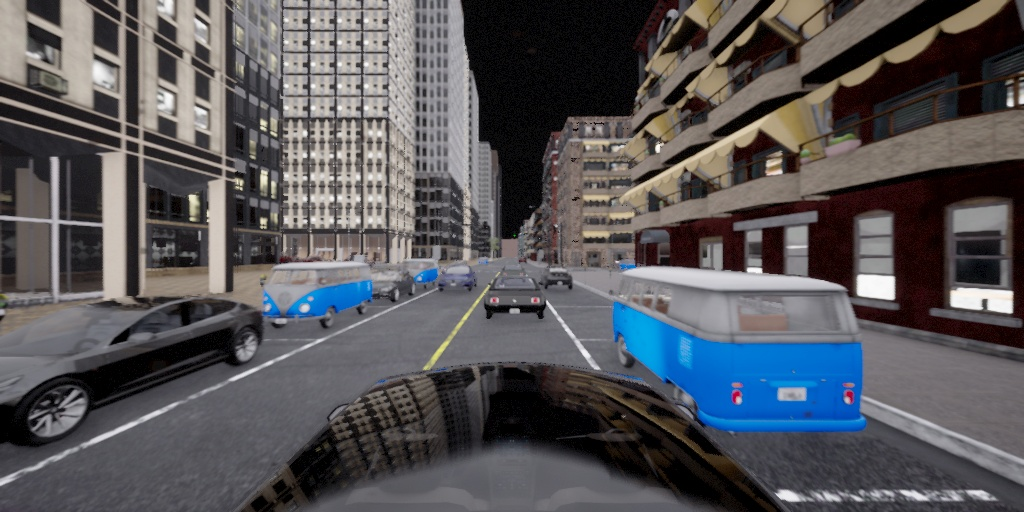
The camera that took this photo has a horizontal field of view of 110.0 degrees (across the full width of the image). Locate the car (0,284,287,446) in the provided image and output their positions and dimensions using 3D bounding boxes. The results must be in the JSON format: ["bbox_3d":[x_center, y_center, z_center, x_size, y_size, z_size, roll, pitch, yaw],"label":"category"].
[{"bbox_3d":[-5.691,1.311,5.288,1.948,1.339,4.313,0,0,0],"label":"car"}]

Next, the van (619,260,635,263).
[{"bbox_3d":[16.896,1.405,49.904,3.998,1.789,1.690,0,0,0],"label":"van"}]

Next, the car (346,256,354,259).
[{"bbox_3d":[-21.163,0.769,49.941,4.097,1.591,1.967,0,0,0],"label":"car"}]

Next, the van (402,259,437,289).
[{"bbox_3d":[-5.697,1.067,22.234,1.690,1.789,3.998,0,0,0],"label":"van"}]

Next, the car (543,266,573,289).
[{"bbox_3d":[2.684,1.277,22.236,2.007,1.370,4.403,0,0,0],"label":"car"}]

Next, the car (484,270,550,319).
[{"bbox_3d":[0.092,1.337,12.778,1.895,1.301,4.718,0,0,0],"label":"car"}]

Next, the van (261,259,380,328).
[{"bbox_3d":[-5.693,1.079,10.937,1.690,1.789,3.998,0,0,0],"label":"van"}]

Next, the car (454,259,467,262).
[{"bbox_3d":[-5.703,1.150,39.180,1.967,1.591,4.097,0,0,0],"label":"car"}]

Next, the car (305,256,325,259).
[{"bbox_3d":[-26.737,0.804,49.926,4.207,1.307,1.802,0,0,0],"label":"car"}]

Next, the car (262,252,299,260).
[{"bbox_3d":[-32.312,0.429,49.912,5.009,1.841,2.192,0,0,0],"label":"car"}]

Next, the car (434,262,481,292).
[{"bbox_3d":[-3.105,1.253,21.278,1.812,1.442,4.674,0,0,0],"label":"car"}]

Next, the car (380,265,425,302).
[{"bbox_3d":[-5.695,1.282,16.585,2.007,1.370,4.403,0,0,0],"label":"car"}]

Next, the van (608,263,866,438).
[{"bbox_3d":[2.690,1.086,5.291,1.690,1.789,3.998,0,0,0],"label":"van"}]

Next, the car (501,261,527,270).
[{"bbox_3d":[0.088,1.321,27.982,1.895,1.301,4.718,0,0,0],"label":"car"}]
